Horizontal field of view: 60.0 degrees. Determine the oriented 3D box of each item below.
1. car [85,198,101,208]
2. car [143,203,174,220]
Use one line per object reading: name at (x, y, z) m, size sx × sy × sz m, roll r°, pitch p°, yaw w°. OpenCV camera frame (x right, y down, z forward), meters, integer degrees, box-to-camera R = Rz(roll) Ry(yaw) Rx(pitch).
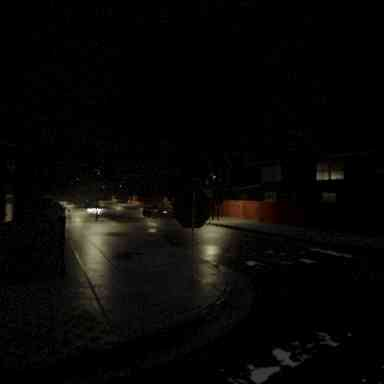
car at (-15.104, 1.603, 50.575) m, size 2.128 × 1.511 × 4.902 m, roll 1°, pitch 0°, yaw -24°
car at (-3.074, 1.690, 29.924) m, size 1.994 × 1.385 × 4.181 m, roll 1°, pitch 0°, yaw -23°
